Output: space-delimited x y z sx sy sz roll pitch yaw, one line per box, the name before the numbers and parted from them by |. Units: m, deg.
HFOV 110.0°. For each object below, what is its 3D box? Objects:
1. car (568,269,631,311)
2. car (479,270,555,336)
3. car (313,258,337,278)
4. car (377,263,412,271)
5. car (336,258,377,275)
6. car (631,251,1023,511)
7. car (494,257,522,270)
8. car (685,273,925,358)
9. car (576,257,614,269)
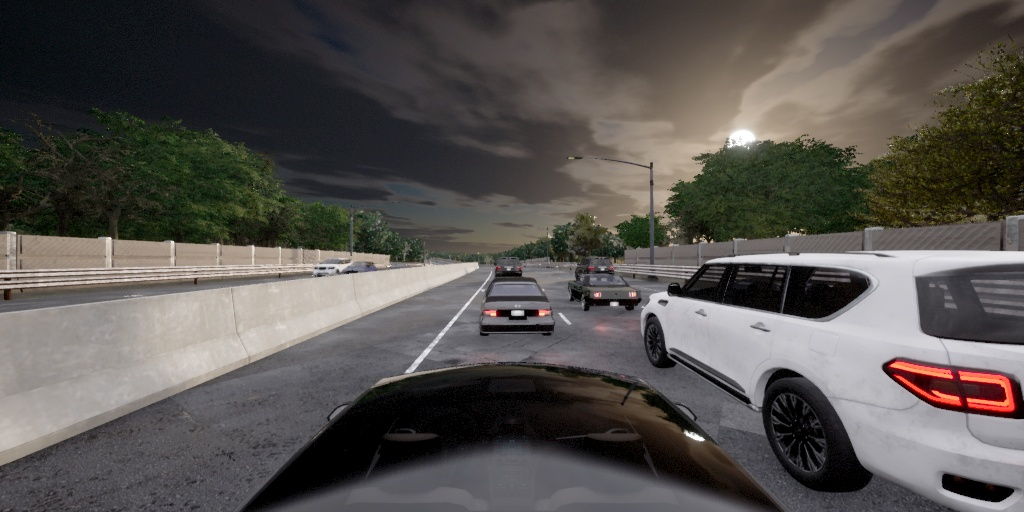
car | 3.484 1.365 14.502 1.895 1.301 4.718 0 0 -1
car | 0.053 1.300 10.355 2.033 1.411 5.357 0 0 -2
car | -18.245 1.204 37.023 2.150 2.045 5.566 0 -1 -2
car | -11.195 1.455 35.472 2.128 1.511 4.902 0 -1 -2
car | -14.673 1.308 34.701 2.097 1.767 4.553 0 -1 -2
car | 3.570 0.972 4.679 2.150 2.045 5.566 0 0 1
car | -0.313 1.117 29.448 2.150 2.045 5.566 0 -1 -1
car | 7.052 1.300 9.722 2.033 1.411 5.357 0 0 -2
car | 6.689 1.115 29.420 2.150 2.045 5.566 0 -1 -1
